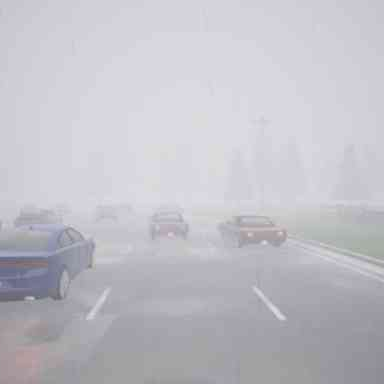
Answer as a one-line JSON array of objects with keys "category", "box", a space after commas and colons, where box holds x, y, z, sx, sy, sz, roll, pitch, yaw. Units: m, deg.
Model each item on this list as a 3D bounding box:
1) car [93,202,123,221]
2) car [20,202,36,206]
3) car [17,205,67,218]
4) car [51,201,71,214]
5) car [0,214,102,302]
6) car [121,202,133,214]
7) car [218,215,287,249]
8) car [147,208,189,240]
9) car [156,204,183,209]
[{"category": "car", "box": [-7.895, 1.843, 30.246, 2.033, 1.411, 5.357, 0, -1, -19]}, {"category": "car", "box": [-19.256, 1.948, 39.302, 1.812, 1.442, 4.674, 0, -1, -26]}, {"category": "car", "box": [-8.920, 1.712, 19.541, 1.837, 1.490, 4.892, 0, -1, -11]}, {"category": "car", "box": [-16.155, 1.901, 40.930, 1.882, 1.535, 5.008, 1, -1, -27]}, {"category": "car", "box": [-3.811, 1.569, 8.532, 1.882, 1.535, 5.008, 0, -1, -5]}, {"category": "car", "box": [-8.668, 1.921, 41.394, 1.812, 1.442, 4.674, 0, -1, -25]}, {"category": "car", "box": [2.541, 1.723, 15.351, 1.895, 1.301, 4.718, 0, -1, -9]}, {"category": "car", "box": [-1.452, 1.765, 18.251, 1.895, 1.301, 4.718, 0, -1, -11]}, {"category": "car", "box": [-2.527, 1.922, 35.881, 1.895, 1.301, 4.718, 0, -1, -20]}]
